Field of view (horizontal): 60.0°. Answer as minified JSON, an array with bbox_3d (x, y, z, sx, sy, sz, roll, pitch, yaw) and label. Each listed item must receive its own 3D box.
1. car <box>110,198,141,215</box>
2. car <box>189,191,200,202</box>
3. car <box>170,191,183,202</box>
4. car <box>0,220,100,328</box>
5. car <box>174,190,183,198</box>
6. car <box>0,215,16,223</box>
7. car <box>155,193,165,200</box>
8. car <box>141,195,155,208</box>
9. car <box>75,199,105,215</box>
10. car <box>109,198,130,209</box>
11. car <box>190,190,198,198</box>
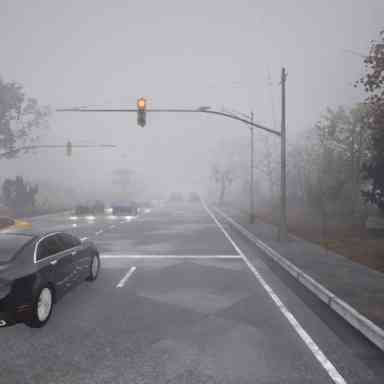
[{"bbox_3d":[-6.908,1.478,34.649,1.882,1.535,5.008,0,0,1],"label":"car"},{"bbox_3d":[0.492,1.004,63.880,2.128,1.511,4.902,0,3,0],"label":"car"},{"bbox_3d":[-3.007,0.839,64.409,2.097,1.767,4.553,0,3,0],"label":"car"},{"bbox_3d":[-3.374,1.505,6.997,1.837,1.490,4.892,0,0,0],"label":"car"},{"bbox_3d":[-3.032,0.445,74.460,1.882,1.535,5.008,0,3,0],"label":"car"},{"bbox_3d":[-7.065,1.477,10.605,1.882,1.535,5.008,0,0,0],"label":"car"},{"bbox_3d":[-6.585,0.846,68.071,2.033,1.411,5.357,0,3,1],"label":"car"},{"bbox_3d":[-6.823,1.526,47.017,1.812,1.442,4.674,0,0,0],"label":"car"},{"bbox_3d":[-10.411,1.478,34.298,1.882,1.535,5.008,0,0,0],"label":"car"},{"bbox_3d":[-10.320,1.600,47.454,1.895,1.301,4.718,0,0,0],"label":"car"},{"bbox_3d":[0.462,0.455,74.247,1.882,1.535,5.008,0,3,0],"label":"car"}]
